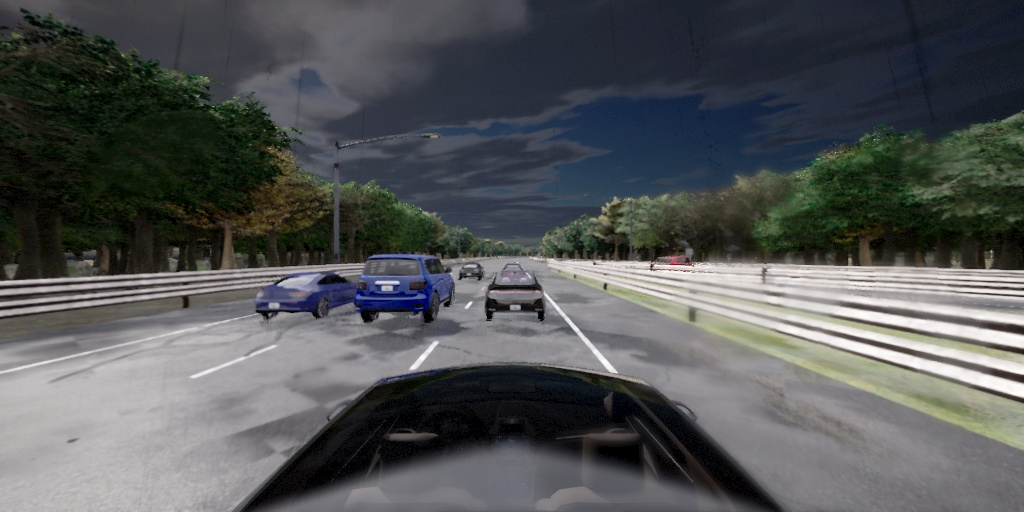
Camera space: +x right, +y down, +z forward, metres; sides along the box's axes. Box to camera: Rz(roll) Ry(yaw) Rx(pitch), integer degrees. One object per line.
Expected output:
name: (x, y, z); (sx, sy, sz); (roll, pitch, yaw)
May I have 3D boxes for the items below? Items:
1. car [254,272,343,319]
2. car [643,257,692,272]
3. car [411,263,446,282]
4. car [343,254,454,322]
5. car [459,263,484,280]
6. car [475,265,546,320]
car: (-6.905, 1.278, 12.715); (1.812, 1.442, 4.674); (0, 0, 0)
car: (15.965, 1.102, 37.087); (2.150, 2.045, 5.566); (0, 0, -16)
car: (-6.913, 1.320, 30.180); (1.994, 1.385, 4.181); (0, 0, 0)
car: (-3.415, 0.972, 12.436); (2.150, 2.045, 5.566); (0, 0, 0)
car: (-3.415, 1.280, 30.731); (1.812, 1.442, 4.674); (0, 0, 0)
car: (0.096, 1.242, 12.563); (2.128, 1.511, 4.902); (0, 0, 0)
